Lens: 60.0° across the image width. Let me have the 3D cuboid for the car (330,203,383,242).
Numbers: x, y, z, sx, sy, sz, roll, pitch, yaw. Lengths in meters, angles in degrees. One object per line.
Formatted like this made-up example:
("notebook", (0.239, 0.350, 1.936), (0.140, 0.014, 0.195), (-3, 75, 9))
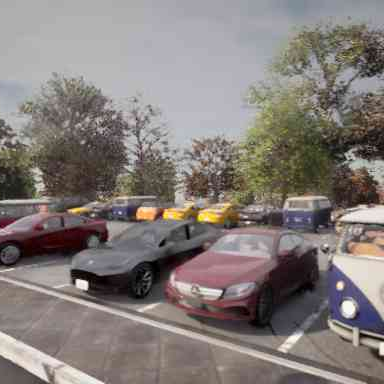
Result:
("car", (9.014, 1.464, 17.662), (1.946, 1.575, 5.366), (0, 0, 36))

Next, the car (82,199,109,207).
("car", (-6.663, 1.604, 29.079), (2.231, 1.521, 4.892), (0, 0, 36))

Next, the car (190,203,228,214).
("car", (2.355, 1.525, 22.639), (2.097, 1.535, 5.008), (0, 0, 36))

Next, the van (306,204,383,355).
("van", (3.570, 1.223, 5.560), (1.878, 1.987, 4.442), (0, 0, 36))

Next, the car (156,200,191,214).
("car", (-0.001, 1.546, 24.322), (2.097, 1.535, 5.008), (0, 0, 36))

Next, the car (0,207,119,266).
("car", (-5.394, 1.527, 12.113), (2.097, 1.535, 5.008), (0, 0, 36))

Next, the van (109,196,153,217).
("van", (-4.338, 1.358, 27.570), (1.878, 1.987, 4.442), (0, 0, 36))

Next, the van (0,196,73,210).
("van", (-7.589, 1.320, 13.818), (1.878, 1.987, 4.442), (0, 0, 36))

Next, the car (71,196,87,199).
("car", (-11.150, 1.398, 32.326), (2.435, 2.045, 5.566), (-1, -1, 36))

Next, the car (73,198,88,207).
("car", (-9.019, 1.621, 30.542), (1.946, 1.575, 5.366), (-1, 0, 36))

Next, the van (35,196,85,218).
("van", (-13.451, 1.461, 34.080), (1.878, 1.987, 4.442), (-1, -1, 36))

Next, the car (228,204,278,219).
("car", (4.609, 1.507, 21.028), (2.231, 1.521, 4.892), (0, 0, 36))

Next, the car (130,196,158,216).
("car", (-2.170, 1.439, 25.839), (2.185, 1.767, 4.553), (0, 0, 36))

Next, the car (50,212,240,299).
("car", (-0.897, 1.517, 8.857), (2.163, 1.488, 4.792), (0, 0, 36))

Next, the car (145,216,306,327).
("car", (1.382, 1.509, 7.270), (2.002, 1.452, 4.674), (0, 0, 36))

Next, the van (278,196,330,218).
("van", (6.933, 1.261, 19.519), (1.878, 1.987, 4.442), (0, 0, 36))
